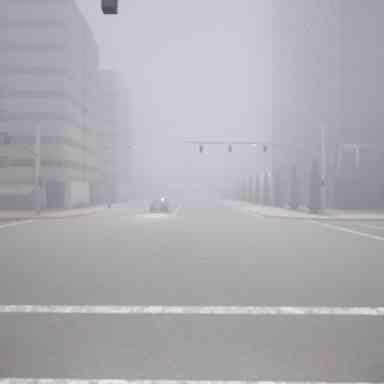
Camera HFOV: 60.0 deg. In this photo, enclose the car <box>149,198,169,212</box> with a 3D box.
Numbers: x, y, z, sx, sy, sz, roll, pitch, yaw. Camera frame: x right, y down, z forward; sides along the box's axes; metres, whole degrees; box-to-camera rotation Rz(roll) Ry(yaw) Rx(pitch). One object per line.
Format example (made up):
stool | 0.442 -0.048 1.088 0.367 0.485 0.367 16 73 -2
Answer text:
car | -3.524 1.390 36.408 2.128 1.511 4.902 0 0 0
